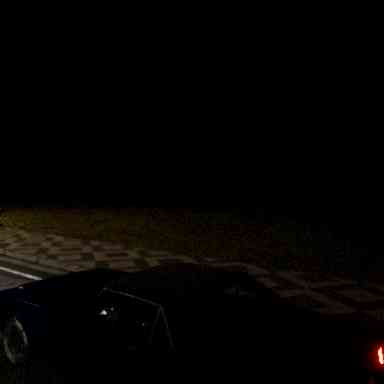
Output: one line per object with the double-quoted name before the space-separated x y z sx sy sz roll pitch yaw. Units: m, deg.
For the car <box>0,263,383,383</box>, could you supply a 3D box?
"car" -0.437 1.574 3.998 4.718 1.301 1.895 1 0 36
